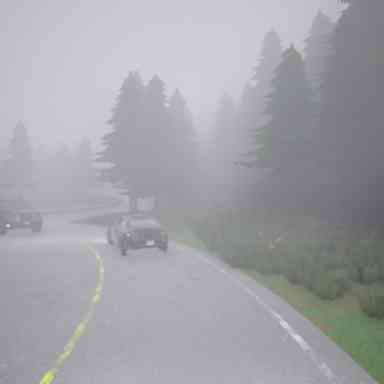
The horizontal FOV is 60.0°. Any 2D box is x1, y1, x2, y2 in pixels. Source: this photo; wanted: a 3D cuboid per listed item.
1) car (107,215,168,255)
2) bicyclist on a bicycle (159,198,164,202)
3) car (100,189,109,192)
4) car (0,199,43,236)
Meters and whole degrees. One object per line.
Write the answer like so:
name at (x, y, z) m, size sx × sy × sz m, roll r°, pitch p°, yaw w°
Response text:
car at (-2.386, 1.685, 14.129) m, size 1.812 × 1.442 × 4.674 m, roll 0°, pitch -1°, yaw -23°
bicyclist on a bicycle at (-3.936, 1.375, 42.926) m, size 1.656 × 1.620 × 0.582 m, roll -12°, pitch 0°, yaw 19°
car at (-20.884, -1.233, 79.395) m, size 2.150 × 2.045 × 5.566 m, roll 0°, pitch 4°, yaw -17°
car at (-11.311, 1.459, 20.697) m, size 5.566 × 2.045 × 2.150 m, roll -1°, pitch -1°, yaw 44°
